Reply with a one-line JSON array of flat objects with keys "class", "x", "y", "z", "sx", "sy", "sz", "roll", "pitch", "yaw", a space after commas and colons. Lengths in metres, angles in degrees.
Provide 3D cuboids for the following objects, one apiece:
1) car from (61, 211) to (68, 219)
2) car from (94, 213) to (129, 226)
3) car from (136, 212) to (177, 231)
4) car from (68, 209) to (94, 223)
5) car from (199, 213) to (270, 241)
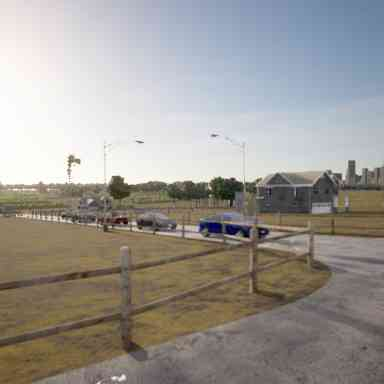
[{"class": "car", "x": -21.772, "y": 4.004, "z": 59.082, "sx": 1.994, "sy": 1.385, "sz": 4.181, "roll": 0, "pitch": -2, "yaw": -36}, {"class": "car", "x": -8.376, "y": 2.891, "z": 35.307, "sx": 1.895, "sy": 1.301, "sz": 4.718, "roll": 0, "pitch": -2, "yaw": -36}, {"class": "car", "x": -3.075, "y": 2.444, "z": 27.887, "sx": 1.812, "sy": 1.442, "sz": 4.674, "roll": 0, "pitch": -2, "yaw": -35}, {"class": "car", "x": -14.210, "y": 3.062, "z": 43.510, "sx": 2.097, "sy": 1.767, "sz": 4.553, "roll": 0, "pitch": -2, "yaw": -35}, {"class": "car", "x": 2.440, "y": 2.019, "z": 20.185, "sx": 1.882, "sy": 1.535, "sz": 5.008, "roll": 0, "pitch": -2, "yaw": -36}]
